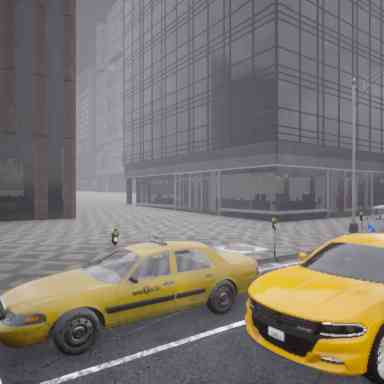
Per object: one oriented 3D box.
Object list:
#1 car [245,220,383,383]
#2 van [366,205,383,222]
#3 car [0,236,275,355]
[{"bbox_3d":[3.076,1.478,5.567,5.008,1.535,1.882,0,0,-35],"label":"car"},{"bbox_3d":[8.151,1.342,12.446,3.998,1.788,1.690,0,0,-35],"label":"van"},{"bbox_3d":[-0.849,1.525,6.042,4.829,1.417,1.752,0,0,-35],"label":"car"}]
